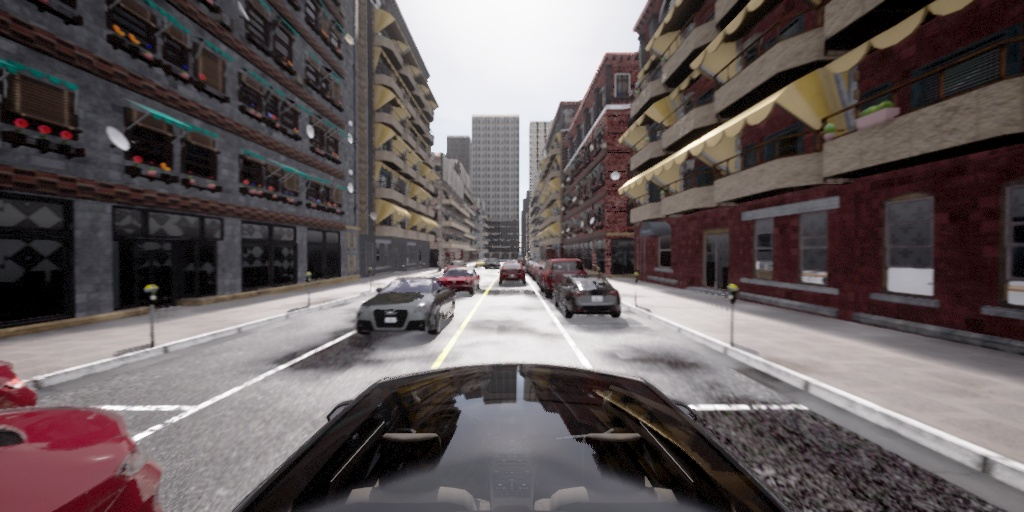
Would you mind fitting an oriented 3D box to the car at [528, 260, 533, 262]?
[{"bbox_3d":[2.502,1.320,34.950,1.802,1.307,4.207,0,0,0],"label":"car"}]

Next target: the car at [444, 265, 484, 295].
[{"bbox_3d":[-2.837,1.346,19.839,1.895,1.301,4.718,0,0,0],"label":"car"}]

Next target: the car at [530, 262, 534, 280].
[{"bbox_3d":[2.524,1.293,23.851,2.007,1.370,4.403,0,0,0],"label":"car"}]

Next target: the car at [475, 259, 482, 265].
[{"bbox_3d":[-5.432,1.252,62.489,1.751,1.417,4.829,0,0,0],"label":"car"}]

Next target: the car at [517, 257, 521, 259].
[{"bbox_3d":[0.007,1.238,46.667,1.837,1.490,4.892,0,0,0],"label":"car"}]

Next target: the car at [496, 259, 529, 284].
[{"bbox_3d":[0.032,1.219,27.166,1.882,1.535,5.008,0,0,0],"label":"car"}]

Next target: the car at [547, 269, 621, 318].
[{"bbox_3d":[2.545,1.312,12.754,1.948,1.339,4.313,0,0,0],"label":"car"}]

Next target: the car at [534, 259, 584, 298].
[{"bbox_3d":[2.534,1.059,18.303,2.192,1.841,5.009,0,0,0],"label":"car"}]

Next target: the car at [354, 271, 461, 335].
[{"bbox_3d":[-2.851,1.313,10.405,1.994,1.385,4.181,0,0,0],"label":"car"}]

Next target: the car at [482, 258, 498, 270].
[{"bbox_3d":[-2.908,1.083,53.860,2.097,1.767,4.553,0,0,0],"label":"car"}]

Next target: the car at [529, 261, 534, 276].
[{"bbox_3d":[2.513,1.322,29.401,1.802,1.307,4.207,0,0,0],"label":"car"}]

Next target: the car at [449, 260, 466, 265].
[{"bbox_3d":[-5.378,1.180,34.913,1.967,1.591,4.097,0,0,0],"label":"car"}]

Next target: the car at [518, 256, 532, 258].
[{"bbox_3d":[2.459,1.042,57.146,2.192,1.841,5.009,0,0,0],"label":"car"}]
